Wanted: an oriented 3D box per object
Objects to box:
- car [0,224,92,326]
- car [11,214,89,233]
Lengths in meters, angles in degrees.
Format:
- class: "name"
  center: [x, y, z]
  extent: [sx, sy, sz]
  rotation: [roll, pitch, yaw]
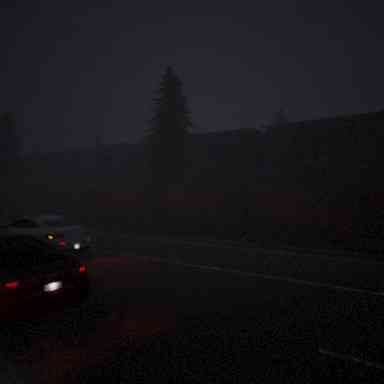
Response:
- class: "car"
  center: [-4.001, 1.586, 6.841]
  extent: [4.181, 1.385, 1.994]
  rotation: [0, 0, 36]
- class: "car"
  center: [-5.692, 1.561, 12.334]
  extent: [4.674, 1.442, 1.812]
  rotation: [0, 0, 35]
